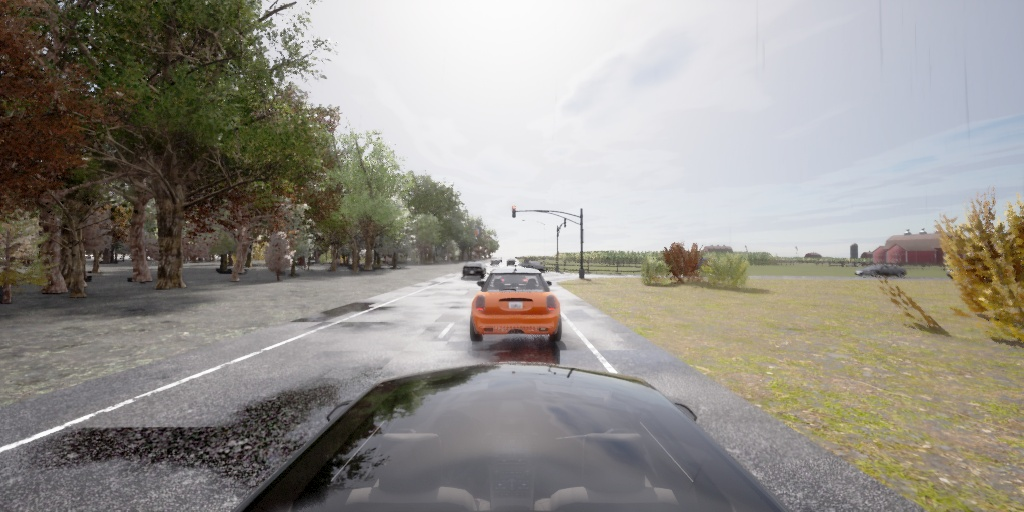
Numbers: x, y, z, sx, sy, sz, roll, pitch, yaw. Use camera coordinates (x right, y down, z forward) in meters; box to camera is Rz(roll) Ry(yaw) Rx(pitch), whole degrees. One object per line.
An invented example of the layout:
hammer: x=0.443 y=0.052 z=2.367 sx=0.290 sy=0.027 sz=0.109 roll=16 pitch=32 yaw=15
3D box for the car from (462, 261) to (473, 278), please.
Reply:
car: x=-3.489 y=1.233 z=33.673 sx=1.882 sy=1.535 sz=5.008 roll=0 pitch=0 yaw=0

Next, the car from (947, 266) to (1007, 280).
car: x=48.883 y=1.772 z=37.669 sx=4.902 sy=1.511 sz=2.128 roll=1 pitch=-1 yaw=1

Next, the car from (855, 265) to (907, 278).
car: x=42.408 y=1.762 z=41.291 sx=4.902 sy=1.511 sz=2.128 roll=1 pitch=-1 yaw=0

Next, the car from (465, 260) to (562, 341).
car: x=0.079 y=1.104 z=9.993 sx=2.097 sy=1.767 sz=4.553 roll=0 pitch=0 yaw=0

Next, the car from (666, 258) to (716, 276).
car: x=20.495 y=1.253 z=41.354 sx=5.566 sy=2.045 sz=2.150 roll=1 pitch=-1 yaw=0
